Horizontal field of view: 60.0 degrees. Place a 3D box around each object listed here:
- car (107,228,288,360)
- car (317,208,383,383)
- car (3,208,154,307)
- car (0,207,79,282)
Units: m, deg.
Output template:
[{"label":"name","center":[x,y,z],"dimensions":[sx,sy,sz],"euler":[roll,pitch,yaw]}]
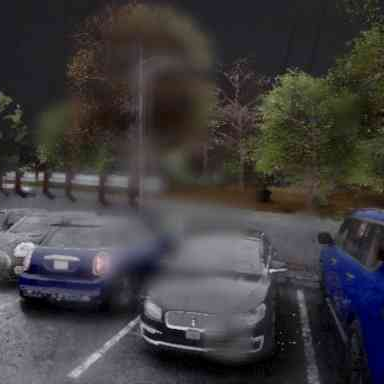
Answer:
[{"label":"car","center":[0.664,1.494,6.365],"dimensions":[2.231,1.521,4.892],"euler":[0,-1,15]},{"label":"car","center":[3.119,1.235,4.634],"dimensions":[2.435,2.045,5.566],"euler":[0,-1,16]},{"label":"car","center":[-1.809,1.374,8.089],"dimensions":[2.185,1.767,4.553],"euler":[0,-1,15]},{"label":"car","center":[-4.246,1.381,9.904],"dimensions":[2.185,1.767,4.553],"euler":[0,-1,15]}]
